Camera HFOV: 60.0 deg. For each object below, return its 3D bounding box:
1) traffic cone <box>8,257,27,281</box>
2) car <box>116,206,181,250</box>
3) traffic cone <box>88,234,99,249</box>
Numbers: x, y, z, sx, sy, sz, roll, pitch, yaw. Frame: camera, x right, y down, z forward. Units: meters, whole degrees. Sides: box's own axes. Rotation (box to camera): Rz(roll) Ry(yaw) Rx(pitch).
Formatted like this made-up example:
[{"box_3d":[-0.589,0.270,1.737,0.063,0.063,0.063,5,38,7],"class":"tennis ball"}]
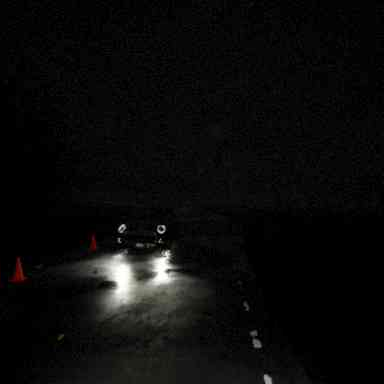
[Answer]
[{"box_3d":[-4.525,1.990,8.659,0.340,0.580,0.340,0,0,4],"class":"traffic cone"},{"box_3d":[-1.768,1.452,14.811,2.097,1.767,4.553,0,-1,6],"class":"car"},{"box_3d":[-4.074,2.040,13.739,0.340,0.580,0.340,0,-1,6],"class":"traffic cone"}]
